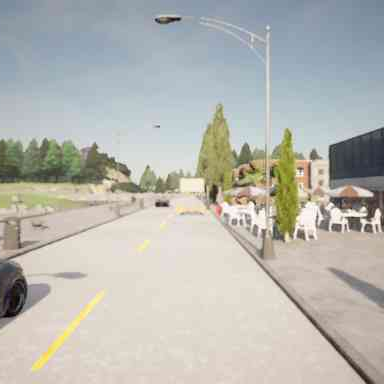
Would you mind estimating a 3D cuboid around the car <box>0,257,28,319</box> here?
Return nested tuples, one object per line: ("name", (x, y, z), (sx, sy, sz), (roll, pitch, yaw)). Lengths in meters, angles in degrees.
("car", (-4.099, 1.555, 4.606), (1.994, 1.385, 4.181), (0, 0, 0))

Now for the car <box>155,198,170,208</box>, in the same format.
("car", (-4.079, 1.509, 46.263), (1.895, 1.301, 4.718), (0, 0, 0))

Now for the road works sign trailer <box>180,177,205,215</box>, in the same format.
("road works sign trailer", (0.005, 0.401, 31.777), (2.380, 3.560, 2.880), (0, 0, 0))
